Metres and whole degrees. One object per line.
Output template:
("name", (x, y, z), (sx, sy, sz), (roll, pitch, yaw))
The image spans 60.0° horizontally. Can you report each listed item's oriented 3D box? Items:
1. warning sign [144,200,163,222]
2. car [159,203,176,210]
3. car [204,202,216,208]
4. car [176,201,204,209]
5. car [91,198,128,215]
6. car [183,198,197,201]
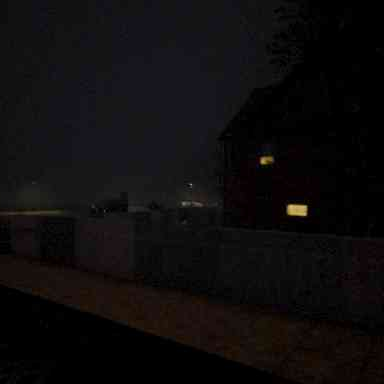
("warning sign", (-3.486, 1.679, 30.265), (1.300, 1.860, 1.060), (2, 1, 20))
("car", (-3.434, 2.277, 48.374), (2.033, 1.411, 5.357), (1, -1, 20))
("car", (2.937, 2.503, 57.016), (2.033, 1.411, 5.357), (1, -1, 19))
("car", (-0.227, 2.360, 47.696), (1.994, 1.385, 4.181), (1, -1, 20))
("car", (-9.888, 1.729, 40.336), (2.150, 2.045, 5.566), (1, -1, 20))
("car", (-0.125, 2.118, 58.086), (2.150, 2.045, 5.566), (1, -1, 19))
